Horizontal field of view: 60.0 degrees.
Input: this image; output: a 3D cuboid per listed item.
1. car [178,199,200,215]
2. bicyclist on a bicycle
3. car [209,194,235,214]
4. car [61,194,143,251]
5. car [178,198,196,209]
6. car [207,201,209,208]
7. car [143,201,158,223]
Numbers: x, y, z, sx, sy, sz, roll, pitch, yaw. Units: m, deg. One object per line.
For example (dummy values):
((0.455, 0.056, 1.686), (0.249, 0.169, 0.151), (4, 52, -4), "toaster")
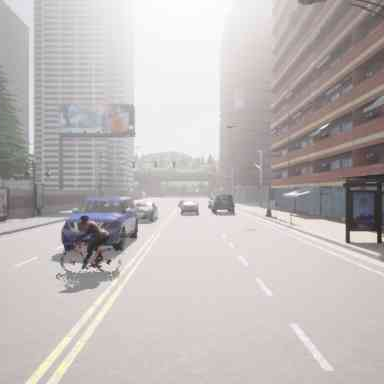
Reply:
((-0.207, 1.547, 34.420), (2.033, 1.411, 5.357), (0, 0, 0), "car")
((-2.779, 1.453, 9.120), (1.656, 1.620, 0.582), (0, 0, 0), "bicyclist on a bicycle")
((3.293, 1.221, 35.879), (2.150, 2.045, 5.566), (0, 0, 0), "car")
((-3.698, 1.220, 14.411), (2.150, 2.045, 5.566), (0, 0, 0), "car")
((-0.809, 1.601, 47.756), (1.895, 1.301, 4.718), (0, 0, -9), "car")
((3.173, 1.547, 46.065), (2.033, 1.411, 5.357), (0, 0, 0), "car")
((-3.702, 1.492, 25.777), (2.128, 1.511, 4.902), (0, 0, 0), "car")
